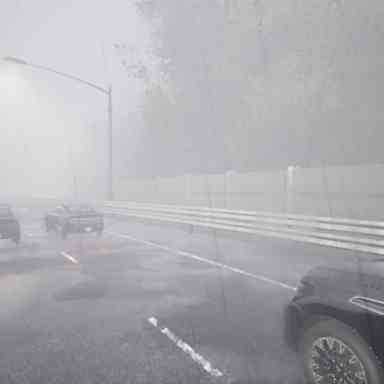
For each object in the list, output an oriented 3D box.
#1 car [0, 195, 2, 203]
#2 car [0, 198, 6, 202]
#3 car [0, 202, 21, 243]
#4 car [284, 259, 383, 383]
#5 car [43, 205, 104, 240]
[{"bbox_3d":[-33.940,1.151,56.399,1.994,1.385,4.181,0,0,-15],"label":"car"},{"bbox_3d":[-17.739,1.307,29.872,4.674,1.442,1.812,0,0,44],"label":"car"},{"bbox_3d":[-8.901,1.397,14.653,1.837,1.490,4.892,0,0,-37],"label":"car"},{"bbox_3d":[3.172,1.205,2.252,2.150,2.045,5.566,0,0,-28],"label":"car"},{"bbox_3d":[-5.952,1.373,16.393,2.128,1.511,4.902,0,1,-37],"label":"car"}]
